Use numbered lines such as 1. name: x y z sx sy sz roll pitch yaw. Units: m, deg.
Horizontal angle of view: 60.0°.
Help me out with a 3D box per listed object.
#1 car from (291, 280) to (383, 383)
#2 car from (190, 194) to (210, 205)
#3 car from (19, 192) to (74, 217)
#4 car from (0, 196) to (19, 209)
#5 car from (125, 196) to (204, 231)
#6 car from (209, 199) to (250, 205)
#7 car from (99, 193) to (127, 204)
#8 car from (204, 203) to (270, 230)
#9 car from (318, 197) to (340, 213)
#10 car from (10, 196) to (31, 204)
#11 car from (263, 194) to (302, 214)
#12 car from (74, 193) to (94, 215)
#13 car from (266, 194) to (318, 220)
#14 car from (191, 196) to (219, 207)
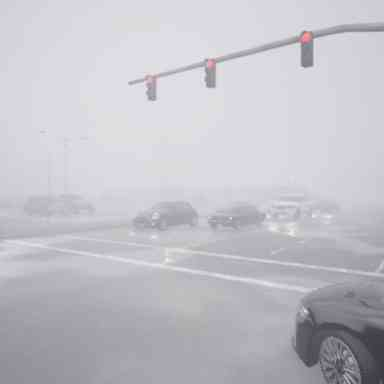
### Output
1. car: 3.194 1.484 2.881 2.128 1.511 4.902 -1 0 -36
2. car: 0.209 1.158 47.773 3.866 1.878 1.905 0 0 36
3. car: -12.954 1.183 29.503 4.605 1.855 1.932 0 0 36
4. car: -23.819 1.450 44.217 3.806 1.475 1.970 0 0 36
5. car: -1.599 1.356 20.924 2.097 1.767 4.553 0 0 37
6. car: 3.790 1.470 28.118 1.882 1.535 5.008 0 0 37
7. car: -14.026 1.187 57.987 4.605 1.855 1.932 0 0 36
8. car: 2.901 1.595 21.119 1.895 1.301 4.718 0 0 37
9. car: 14.766 1.569 36.775 1.895 1.301 4.718 0 0 37
10. car: -31.020 1.435 60.068 3.905 1.438 1.784 0 0 36
11. car: 9.957 1.201 36.243 2.150 2.045 5.566 0 0 37
12. car: -11.220 1.182 31.821 3.866 1.878 1.905 0 0 36
13. car: 8.778 1.203 28.911 2.150 2.045 5.566 0 0 37
14. car: 1.909 1.393 50.117 3.806 1.475 1.970 0 0 36
